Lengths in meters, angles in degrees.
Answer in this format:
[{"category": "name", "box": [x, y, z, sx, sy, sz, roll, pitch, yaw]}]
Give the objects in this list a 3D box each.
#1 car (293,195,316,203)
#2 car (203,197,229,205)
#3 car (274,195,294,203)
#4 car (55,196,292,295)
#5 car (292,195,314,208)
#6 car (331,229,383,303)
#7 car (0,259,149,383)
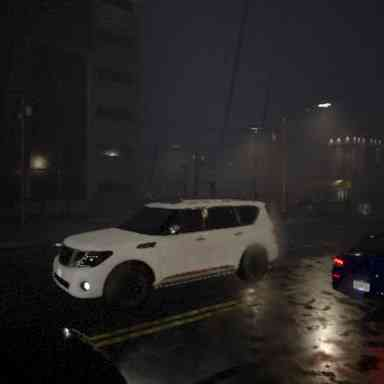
[{"category": "car", "box": [22.032, 1.409, 65.000, 4.674, 1.452, 2.002, 0, 0, -36]}, {"category": "car", "box": [4.383, 1.567, 60.525, 4.718, 1.301, 1.895, 0, 0, -36]}, {"category": "car", "box": [19.128, 1.441, 69.003, 3.806, 1.475, 1.970, 0, 0, -36]}, {"category": "car", "box": [-0.317, 1.221, 8.076, 5.566, 2.045, 2.150, 0, 0, -35]}, {"category": "car", "box": [15.108, 1.247, 45.944, 4.553, 1.767, 2.185, 0, 0, -36]}, {"category": "car", "box": [4.935, 1.524, 7.309, 4.674, 1.442, 1.812, 0, 0, -35]}, {"category": "car", "box": [-2.941, 1.548, 1.654, 5.357, 1.411, 2.033, 0, 0, -35]}]
